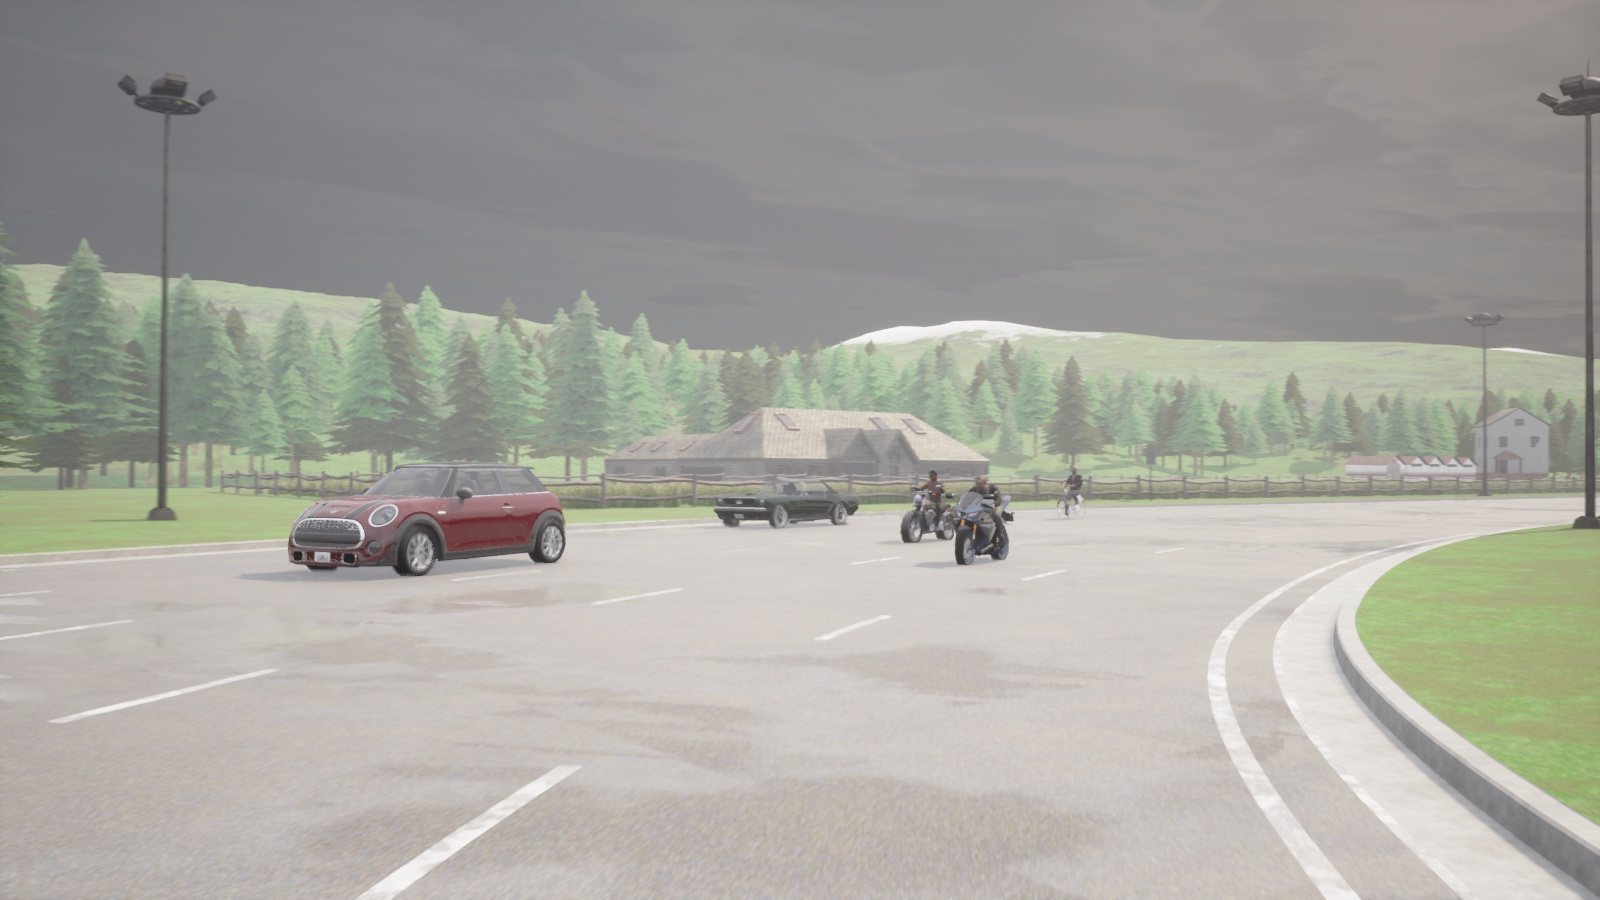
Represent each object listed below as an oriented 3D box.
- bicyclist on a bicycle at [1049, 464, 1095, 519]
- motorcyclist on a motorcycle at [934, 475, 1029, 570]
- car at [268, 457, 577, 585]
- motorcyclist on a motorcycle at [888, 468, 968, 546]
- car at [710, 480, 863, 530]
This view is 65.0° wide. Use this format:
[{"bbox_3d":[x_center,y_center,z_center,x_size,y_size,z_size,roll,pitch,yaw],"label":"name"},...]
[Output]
[{"bbox_3d":[9.006,1.357,41.601,0.659,1.776,1.843,-1,-1,42],"label":"bicyclist on a bicycle"},{"bbox_3d":[3.155,1.203,21.632,0.866,1.530,2.191,0,-1,30],"label":"motorcyclist on a motorcycle"},{"bbox_3d":[-5.757,1.021,19.797,2.097,1.767,4.553,-1,-1,27],"label":"car"},{"bbox_3d":[2.868,1.223,27.824,0.766,1.649,2.350,0,-1,33],"label":"motorcyclist on a motorcycle"},{"bbox_3d":[-0.304,1.512,35.598,1.895,1.301,4.718,-1,-1,36],"label":"car"}]
